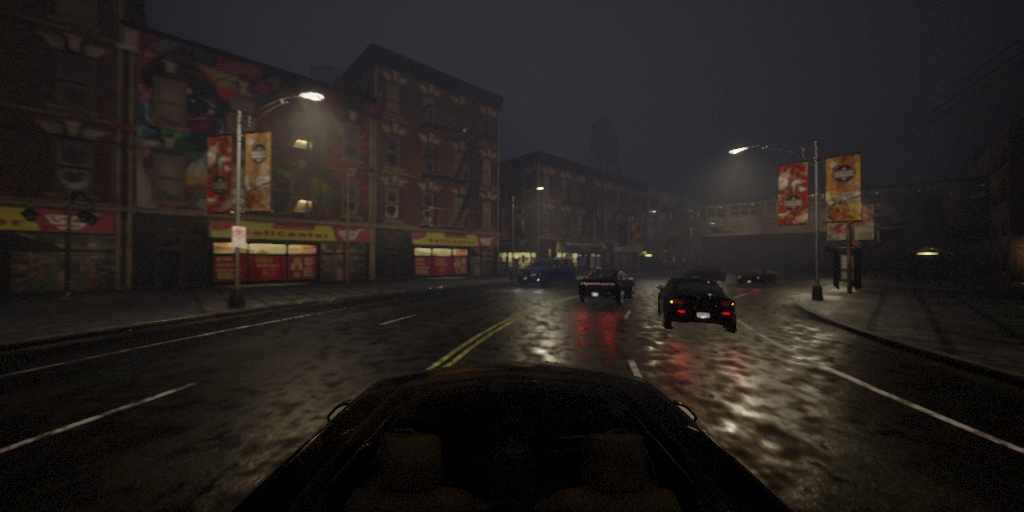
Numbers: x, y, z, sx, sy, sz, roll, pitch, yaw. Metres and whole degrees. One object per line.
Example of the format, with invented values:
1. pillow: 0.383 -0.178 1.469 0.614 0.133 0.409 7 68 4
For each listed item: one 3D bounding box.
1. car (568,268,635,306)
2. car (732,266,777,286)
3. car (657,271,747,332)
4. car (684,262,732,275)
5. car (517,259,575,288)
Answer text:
1. car: 4.608 1.403 17.089 2.128 1.511 4.902 0 -1 28
2. car: 19.805 1.688 28.950 4.718 1.301 1.895 1 -1 -43
3. car: 5.729 1.390 11.434 1.812 1.442 4.674 0 -1 20
4. car: 16.912 1.571 30.994 5.008 1.535 1.882 1 -1 -43
5. car: 2.703 1.215 26.971 2.150 2.045 5.566 0 -1 40
